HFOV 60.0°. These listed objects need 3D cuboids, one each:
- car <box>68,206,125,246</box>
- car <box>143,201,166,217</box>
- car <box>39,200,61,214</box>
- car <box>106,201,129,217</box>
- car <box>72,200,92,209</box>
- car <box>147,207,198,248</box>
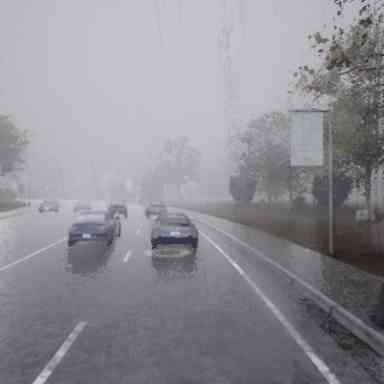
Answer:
[{"bbox_3d":[-4.391,1.575,15.412,1.812,1.442,4.674,0,0,-6],"label":"car"},{"bbox_3d":[-3.538,1.584,31.677,2.128,1.511,4.902,0,0,-12],"label":"car"},{"bbox_3d":[-15.995,1.608,37.521,2.128,1.511,4.902,0,0,-16],"label":"car"},{"bbox_3d":[-7.158,1.601,31.865,1.837,1.490,4.892,0,0,-13],"label":"car"},{"bbox_3d":[-12.625,1.643,38.481,1.812,1.442,4.674,0,0,-16],"label":"car"},{"bbox_3d":[-0.858,1.607,15.107,1.994,1.385,4.181,0,0,-6],"label":"car"}]
